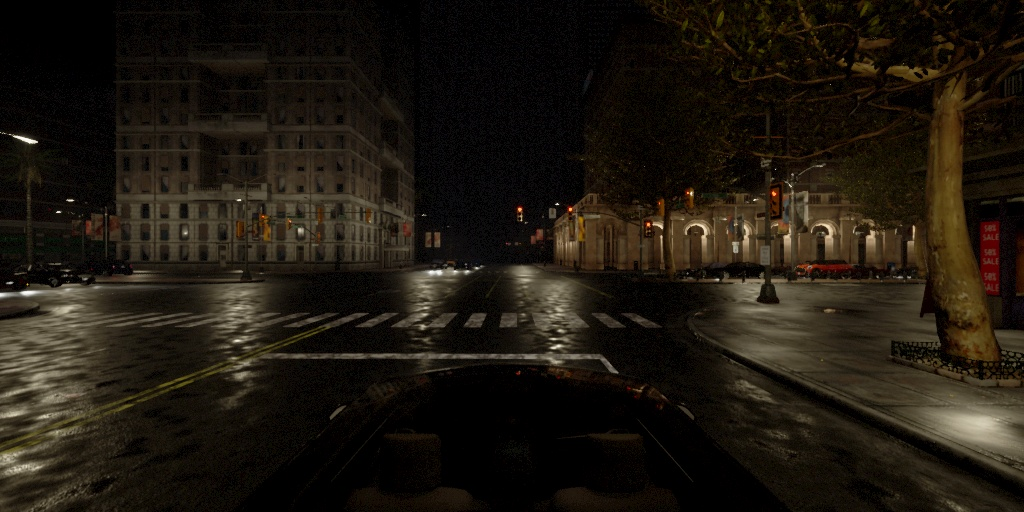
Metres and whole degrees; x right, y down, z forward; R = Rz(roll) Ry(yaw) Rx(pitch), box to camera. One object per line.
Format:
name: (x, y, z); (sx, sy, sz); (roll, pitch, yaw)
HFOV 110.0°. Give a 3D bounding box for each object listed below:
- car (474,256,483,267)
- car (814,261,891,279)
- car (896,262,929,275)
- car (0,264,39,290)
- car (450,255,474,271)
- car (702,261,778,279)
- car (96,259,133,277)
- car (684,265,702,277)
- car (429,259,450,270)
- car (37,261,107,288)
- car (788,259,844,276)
car: (-6.885, 1.228, 63.833); (1.882, 1.535, 5.008); (0, 0, 1)
car: (29.581, 1.351, 31.082); (4.718, 1.301, 1.895); (0, 0, 1)
car: (40.498, 1.297, 34.480); (5.357, 1.411, 2.033); (0, 0, 1)
car: (-29.795, 1.314, 19.887); (4.181, 1.385, 1.994); (0, 0, 1)
car: (-6.963, 1.102, 50.419); (2.097, 1.767, 4.553); (0, 0, 0)
car: (19.704, 1.228, 31.165); (5.008, 1.535, 1.882); (0, 0, 0)
car: (-40.254, 1.102, 35.167); (4.553, 1.767, 2.097); (0, 0, 0)
car: (19.649, 1.297, 34.666); (5.357, 1.411, 2.033); (0, 0, 1)
car: (-10.462, 1.241, 51.142); (2.128, 1.511, 4.902); (0, 0, 0)
car: (-30.235, 1.242, 23.398); (4.902, 1.511, 2.128); (0, 0, 1)
car: (29.938, 1.102, 34.577); (4.553, 1.767, 2.097); (0, 0, 0)
